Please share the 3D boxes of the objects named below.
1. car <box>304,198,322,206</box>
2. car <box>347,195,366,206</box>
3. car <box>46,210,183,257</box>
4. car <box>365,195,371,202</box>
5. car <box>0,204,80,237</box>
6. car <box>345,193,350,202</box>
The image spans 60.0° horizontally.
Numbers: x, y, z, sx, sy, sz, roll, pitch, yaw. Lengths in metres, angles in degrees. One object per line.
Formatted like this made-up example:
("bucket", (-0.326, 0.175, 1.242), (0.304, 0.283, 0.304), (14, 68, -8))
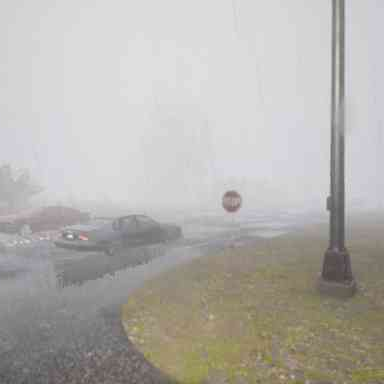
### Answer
("car", (21.289, 1.695, 58.490), (1.895, 1.301, 4.718), (1, 0, 36))
("car", (29.273, 1.715, 59.111), (1.994, 1.385, 4.181), (1, 0, 29))
("car", (-2.600, 1.542, 13.119), (2.033, 1.411, 5.357), (1, 0, 36))
("car", (44.322, 1.702, 84.581), (1.812, 1.442, 4.674), (1, 0, 36))
("car", (-7.828, 1.443, 17.890), (1.882, 1.535, 5.008), (1, 0, 36))
("car", (36.139, 1.364, 79.189), (2.150, 2.045, 5.566), (1, 0, 36))
